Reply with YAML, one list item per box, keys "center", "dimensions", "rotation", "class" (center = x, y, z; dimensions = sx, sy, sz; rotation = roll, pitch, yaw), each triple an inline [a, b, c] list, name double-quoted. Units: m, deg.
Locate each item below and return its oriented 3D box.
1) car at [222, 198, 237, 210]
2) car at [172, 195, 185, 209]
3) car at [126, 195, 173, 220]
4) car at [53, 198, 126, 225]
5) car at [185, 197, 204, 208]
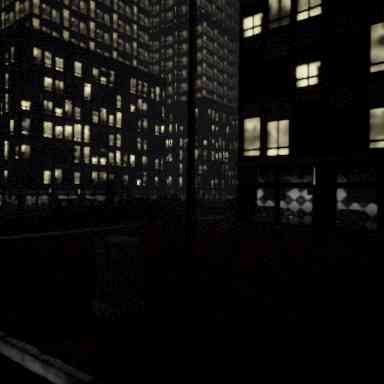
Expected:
- center: [6.079, 1.611, 46.397]
  dimensions: [1.837, 1.490, 4.892]
  rotation: [1, -1, 39]
  class: "car"
- center: [-3.637, 1.338, 42.778]
  dimensions: [2.192, 1.841, 5.009]
  rotation: [1, 0, 39]
  class: "car"
- center: [-4.385, 1.416, 29.166]
  dimensions: [2.192, 1.841, 5.009]
  rotation: [1, 0, 39]
  class: "car"
- center: [-7.772, 1.406, 24.758]
  dimensions: [2.192, 1.841, 5.009]
  rotation: [1, 0, 39]
  class: "car"
- center: [-0.176, 1.475, 47.128]
  dimensions: [1.967, 1.590, 4.097]
  rotation: [1, 0, 39]
  class: "car"
